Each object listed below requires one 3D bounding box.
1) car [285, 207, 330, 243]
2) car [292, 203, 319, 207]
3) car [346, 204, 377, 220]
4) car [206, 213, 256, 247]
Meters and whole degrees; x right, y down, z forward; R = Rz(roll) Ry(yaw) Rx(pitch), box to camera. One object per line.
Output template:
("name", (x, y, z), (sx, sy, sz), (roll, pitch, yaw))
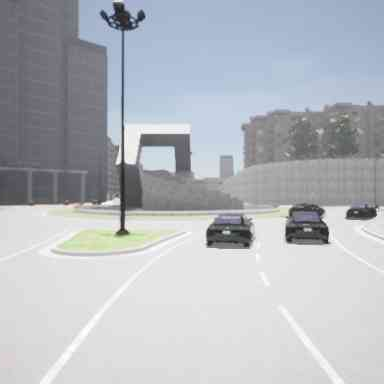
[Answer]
("car", (5.827, 1.707, 17.087), (1.994, 1.385, 4.181), (0, -1, 16))
("car", (10.798, 1.760, 30.965), (1.837, 1.490, 4.892), (-1, -2, 45))
("car", (16.167, 1.829, 31.698), (1.994, 1.385, 4.181), (0, -1, 40))
("car", (1.949, 1.699, 16.022), (1.994, 1.385, 4.181), (0, -1, 14))
